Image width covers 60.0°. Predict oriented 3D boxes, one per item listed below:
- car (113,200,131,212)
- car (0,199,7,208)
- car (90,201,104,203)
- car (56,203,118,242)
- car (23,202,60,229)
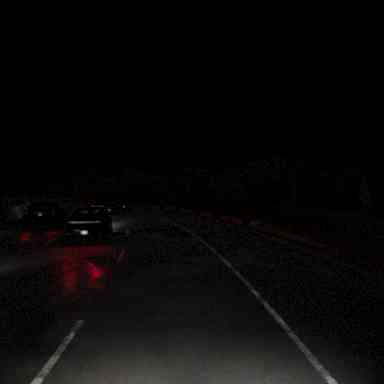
[{"bbox_3d":[-8.929,1.738,41.538,1.994,1.385,4.181,0,0,-23],"label":"car"},{"bbox_3d":[-26.455,1.729,45.253,2.128,1.511,4.902,0,0,-29],"label":"car"},{"bbox_3d":[-10.048,1.646,35.053,2.128,1.511,4.902,0,0,-20],"label":"car"},{"bbox_3d":[-5.166,1.568,17.028,2.128,1.511,4.902,0,0,-10],"label":"car"},{"bbox_3d":[-9.950,1.463,22.788,2.097,1.767,4.553,0,0,-13],"label":"car"}]
